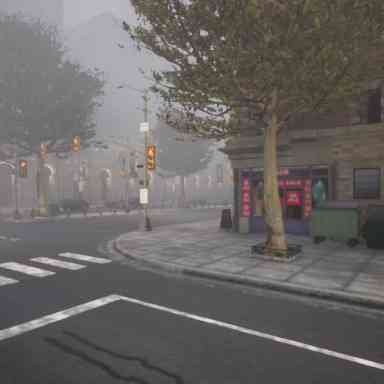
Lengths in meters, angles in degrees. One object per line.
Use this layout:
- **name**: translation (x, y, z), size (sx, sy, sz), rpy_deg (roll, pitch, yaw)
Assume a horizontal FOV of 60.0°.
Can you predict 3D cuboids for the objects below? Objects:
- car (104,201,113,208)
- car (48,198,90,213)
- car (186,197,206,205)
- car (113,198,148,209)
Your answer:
- **car**: translation (-10.283, 1.594, 47.904), size (1.895, 1.301, 4.718), rpy_deg (0, 0, 36)
- **car**: translation (-13.908, 1.504, 37.471), size (1.837, 1.490, 4.892), rpy_deg (0, 0, 36)
- **car**: translation (0.437, 1.600, 57.371), size (1.895, 1.301, 4.718), rpy_deg (0, 0, 36)
- **car**: translation (-8.070, 1.525, 45.563), size (1.812, 1.442, 4.674), rpy_deg (0, 0, 36)
